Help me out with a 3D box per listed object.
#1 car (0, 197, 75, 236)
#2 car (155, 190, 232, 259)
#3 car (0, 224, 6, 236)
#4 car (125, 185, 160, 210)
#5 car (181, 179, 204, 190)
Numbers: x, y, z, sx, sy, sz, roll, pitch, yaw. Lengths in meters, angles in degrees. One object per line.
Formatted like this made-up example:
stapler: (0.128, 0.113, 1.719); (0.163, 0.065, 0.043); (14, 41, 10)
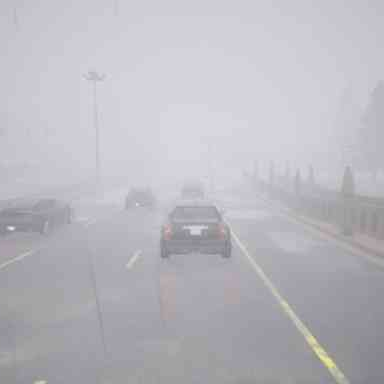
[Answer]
car: (-6.896, 0.974, 15.106); (1.837, 1.490, 4.892); (0, 4, 0)
car: (0.105, 1.033, 11.456); (2.097, 1.767, 4.553); (0, 3, 0)
car: (-3.399, 1.335, 1.853); (2.097, 1.767, 4.553); (0, 1, 0)
car: (-3.419, 0.299, 23.086); (1.837, 1.490, 4.892); (0, 5, 0)
car: (0.055, -0.379, 28.795); (1.882, 1.535, 5.008); (0, 7, 0)
